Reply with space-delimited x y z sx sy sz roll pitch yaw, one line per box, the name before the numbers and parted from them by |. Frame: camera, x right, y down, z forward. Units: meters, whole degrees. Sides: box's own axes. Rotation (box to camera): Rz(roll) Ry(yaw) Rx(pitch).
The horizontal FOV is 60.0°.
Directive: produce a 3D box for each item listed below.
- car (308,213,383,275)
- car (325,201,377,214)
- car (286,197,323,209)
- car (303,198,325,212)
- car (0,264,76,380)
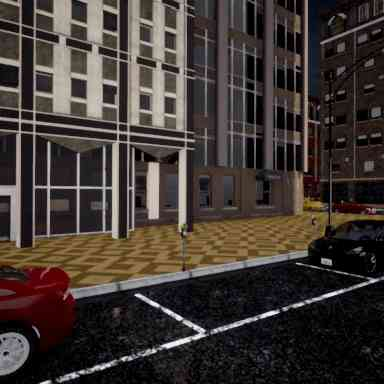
car | 5.509 1.567 10.510 4.313 1.339 1.947 0 0 -36
car | 15.550 1.535 32.189 1.802 1.307 4.206 0 0 -36
car | 15.634 1.500 46.415 1.752 1.417 4.829 0 0 -36
car | 12.341 1.468 36.647 1.752 1.417 4.829 0 0 -36
car | -3.740 1.545 3.885 4.507 1.381 1.887 0 0 -36
